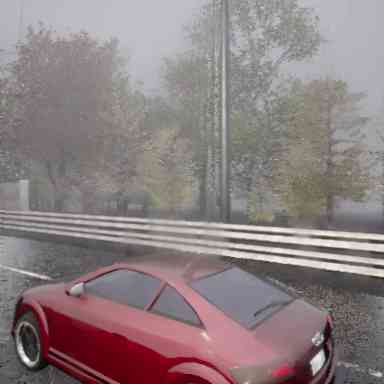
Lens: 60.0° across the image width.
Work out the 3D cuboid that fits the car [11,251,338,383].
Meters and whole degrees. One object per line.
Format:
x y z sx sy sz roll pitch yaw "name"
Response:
-0.466 1.475 4.177 4.181 1.385 1.994 0 0 38 "car"
